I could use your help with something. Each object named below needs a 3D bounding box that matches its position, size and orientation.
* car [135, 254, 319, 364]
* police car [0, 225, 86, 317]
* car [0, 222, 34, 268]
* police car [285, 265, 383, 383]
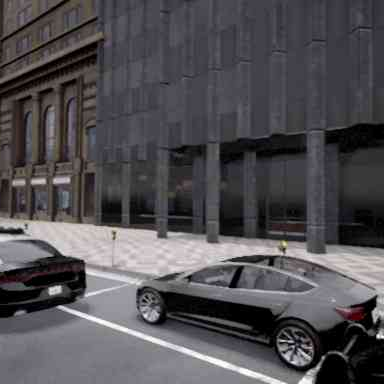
[{"bbox_3d":[0.906,1.784,5.923,4.313,1.339,1.947,-1,-2,37],"label":"car"},{"bbox_3d":[-4.599,1.652,7.734,5.238,1.638,1.930,-1,-2,37],"label":"police car"},{"bbox_3d":[-8.175,1.912,12.738,4.403,1.369,2.008,-1,-2,37],"label":"car"},{"bbox_3d":[3.399,1.526,1.732,5.238,1.638,1.930,-1,-2,37],"label":"police car"}]
